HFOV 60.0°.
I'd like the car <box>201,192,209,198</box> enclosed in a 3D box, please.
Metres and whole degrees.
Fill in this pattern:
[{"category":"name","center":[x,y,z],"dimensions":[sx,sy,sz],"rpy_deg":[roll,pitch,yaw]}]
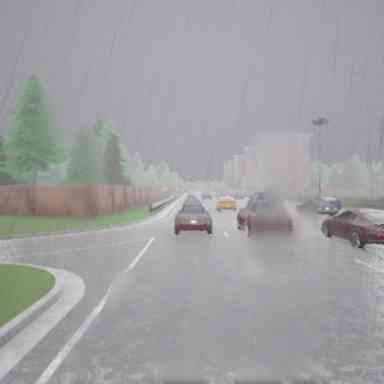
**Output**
[{"category":"car","center":[3.327,0.711,83.857],"dimensions":[1.837,1.490,4.892],"rpy_deg":[0,0,0]}]

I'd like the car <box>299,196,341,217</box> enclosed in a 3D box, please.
[{"category":"car","center":[10.545,1.330,28.307],"dimensions":[2.033,1.411,5.357],"rpy_deg":[0,0,0]}]

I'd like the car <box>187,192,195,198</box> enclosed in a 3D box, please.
[{"category":"car","center":[-0.173,0.763,83.840],"dimensions":[1.994,1.385,4.181],"rpy_deg":[0,0,0]}]

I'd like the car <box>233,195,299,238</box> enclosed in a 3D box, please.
[{"category":"car","center":[3.567,1.221,16.984],"dimensions":[2.097,1.767,4.553],"rpy_deg":[0,0,0]}]

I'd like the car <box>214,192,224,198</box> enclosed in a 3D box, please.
[{"category":"car","center":[6.830,0.721,83.458],"dimensions":[2.128,1.511,4.902],"rpy_deg":[0,0,0]}]

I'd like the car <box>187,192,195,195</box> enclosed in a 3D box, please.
[{"category":"car","center":[-0.145,0.954,73.843],"dimensions":[1.812,1.442,4.674],"rpy_deg":[0,0,0]}]

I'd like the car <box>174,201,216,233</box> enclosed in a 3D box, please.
[{"category":"car","center":[0.063,1.423,18.432],"dimensions":[1.994,1.385,4.181],"rpy_deg":[0,0,0]}]

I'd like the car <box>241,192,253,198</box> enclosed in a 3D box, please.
[{"category":"car","center":[13.830,0.735,83.493],"dimensions":[2.033,1.411,5.357],"rpy_deg":[0,0,0]}]

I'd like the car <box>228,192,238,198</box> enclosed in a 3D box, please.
[{"category":"car","center":[10.327,0.734,83.892],"dimensions":[1.812,1.442,4.674],"rpy_deg":[0,0,0]}]

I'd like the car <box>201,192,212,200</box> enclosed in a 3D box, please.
[{"category":"car","center":[3.355,0.784,73.786],"dimensions":[2.097,1.767,4.553],"rpy_deg":[0,0,0]}]

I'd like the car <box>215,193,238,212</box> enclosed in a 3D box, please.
[{"category":"car","center":[3.532,1.208,35.268],"dimensions":[1.882,1.535,5.008],"rpy_deg":[0,0,0]}]

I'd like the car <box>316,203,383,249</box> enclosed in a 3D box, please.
[{"category":"car","center":[7.073,1.419,13.847],"dimensions":[1.812,1.442,4.674],"rpy_deg":[0,0,0]}]

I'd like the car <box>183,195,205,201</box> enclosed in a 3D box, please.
[{"category":"car","center":[0.032,1.300,34.491],"dimensions":[1.994,1.385,4.181],"rpy_deg":[0,0,0]}]

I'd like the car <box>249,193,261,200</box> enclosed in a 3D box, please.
[{"category":"car","center":[13.856,0.984,73.454],"dimensions":[1.994,1.385,4.181],"rpy_deg":[0,0,0]}]

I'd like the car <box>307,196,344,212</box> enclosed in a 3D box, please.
[{"category":"car","center":[14.031,1.207,35.290],"dimensions":[1.882,1.535,5.008],"rpy_deg":[0,0,0]}]

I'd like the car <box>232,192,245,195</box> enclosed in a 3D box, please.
[{"category":"car","center":[10.355,0.953,73.831],"dimensions":[2.128,1.511,4.902],"rpy_deg":[0,0,0]}]

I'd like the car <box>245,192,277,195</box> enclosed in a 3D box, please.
[{"category":"car","center":[7.035,0.970,32.794],"dimensions":[2.150,2.045,5.566],"rpy_deg":[0,0,0]}]
